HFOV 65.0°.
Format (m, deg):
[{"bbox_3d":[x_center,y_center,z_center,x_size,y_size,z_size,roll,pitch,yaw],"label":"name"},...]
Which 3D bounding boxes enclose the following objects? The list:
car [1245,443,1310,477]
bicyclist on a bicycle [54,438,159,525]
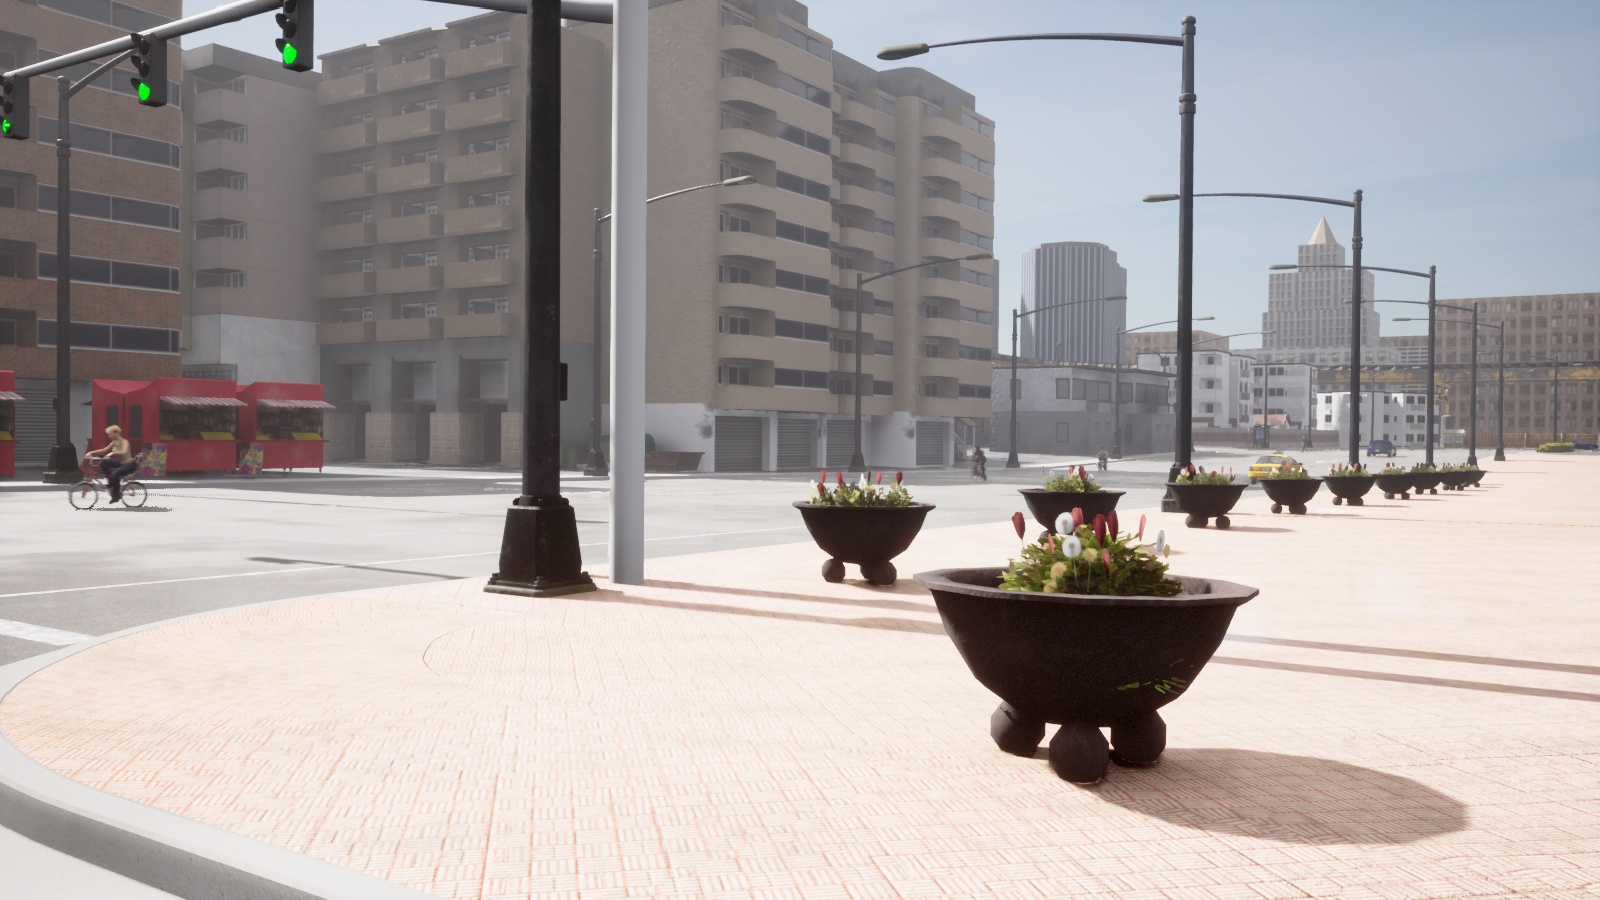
[{"bbox_3d":[22.936,0.450,60.209,1.801,1.575,5.366,0,0,33],"label":"car"},{"bbox_3d":[-13.247,0.570,24.021,0.866,1.612,1.509,0,0,33],"label":"bicyclist on a bicycle"}]
